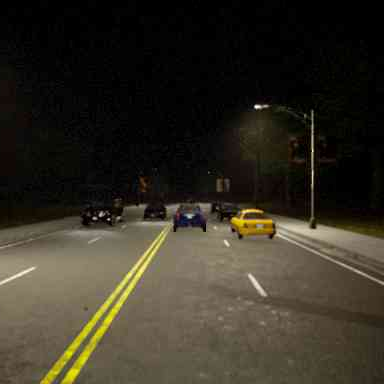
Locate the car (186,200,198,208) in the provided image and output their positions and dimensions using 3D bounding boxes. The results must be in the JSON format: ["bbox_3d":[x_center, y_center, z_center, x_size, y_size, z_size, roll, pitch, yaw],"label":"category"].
[{"bbox_3d":[0.050,2.142,60.759,2.033,1.411,5.357,0,-1,0],"label":"car"}]

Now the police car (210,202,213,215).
[{"bbox_3d":[3.225,1.819,40.345,1.930,1.638,5.238,0,-1,0],"label":"police car"}]

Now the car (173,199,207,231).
[{"bbox_3d":[-0.116,1.568,22.350,2.097,1.767,4.553,0,-1,1],"label":"car"}]

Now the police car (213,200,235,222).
[{"bbox_3d":[3.233,1.710,29.344,1.930,1.638,5.238,0,-1,0],"label":"police car"}]

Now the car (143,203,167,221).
[{"bbox_3d":[-3.368,1.779,30.950,1.882,1.535,5.008,0,-1,0],"label":"car"}]

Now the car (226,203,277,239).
[{"bbox_3d":[3.240,1.634,18.421,1.801,1.575,5.366,0,-1,0],"label":"car"}]

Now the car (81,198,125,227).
[{"bbox_3d":[-6.614,1.468,25.373,2.150,2.045,5.566,0,-1,0],"label":"car"}]

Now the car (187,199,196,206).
[{"bbox_3d":[-0.048,2.325,75.023,1.895,1.301,4.718,0,-1,0],"label":"car"}]
